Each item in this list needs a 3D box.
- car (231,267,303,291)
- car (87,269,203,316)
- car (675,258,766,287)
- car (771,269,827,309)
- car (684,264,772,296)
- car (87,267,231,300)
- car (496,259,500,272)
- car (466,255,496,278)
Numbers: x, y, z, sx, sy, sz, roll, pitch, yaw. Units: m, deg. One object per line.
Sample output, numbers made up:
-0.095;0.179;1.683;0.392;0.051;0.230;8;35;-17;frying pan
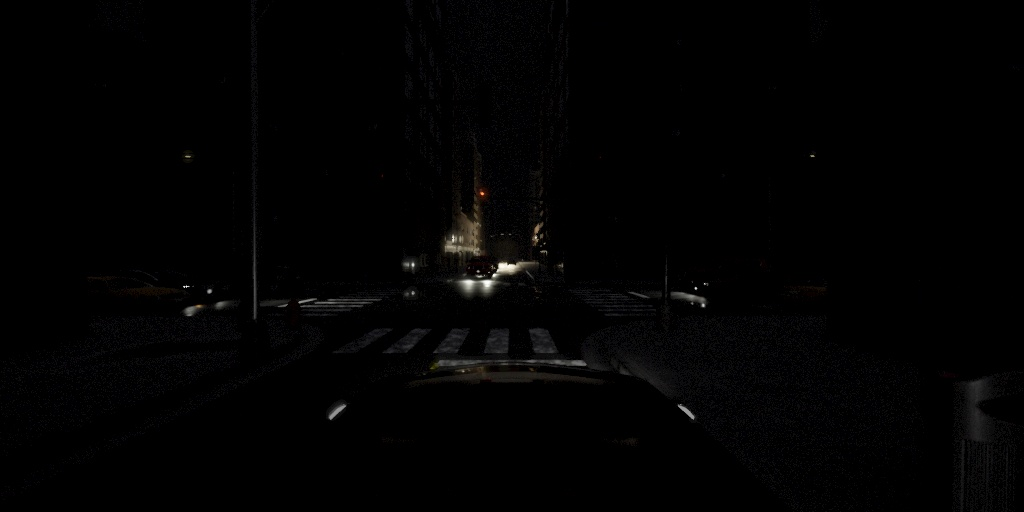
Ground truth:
-14.566;1.308;20.933;4.313;1.339;1.948;0;0;0;car
-14.402;1.305;12.908;4.829;1.417;1.751;0;0;0;car
12.317;1.031;20.945;5.009;1.841;2.192;0;0;0;car
12.482;1.280;12.920;4.829;1.417;1.751;0;0;0;car
12.137;1.276;18.369;5.357;1.411;2.033;0;0;3;car
-15.480;1.260;15.433;4.902;1.511;2.128;0;0;0;car
-2.922;0.956;43.903;2.150;2.045;5.566;0;0;0;car
-2.906;0.963;33.514;2.150;2.045;5.566;0;0;0;car
